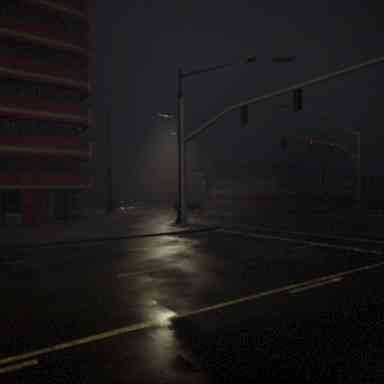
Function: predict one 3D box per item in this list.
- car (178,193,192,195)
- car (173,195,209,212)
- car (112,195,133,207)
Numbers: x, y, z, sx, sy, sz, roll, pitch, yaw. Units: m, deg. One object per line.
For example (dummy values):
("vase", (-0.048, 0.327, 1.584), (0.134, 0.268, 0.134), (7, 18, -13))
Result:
("car", (-1.256, 0.995, 78.977), (4.611, 1.667, 2.242), (-1, 0, -35))
("car", (-0.305, 1.449, 37.715), (2.128, 1.511, 4.902), (-1, 0, -37))
("car", (-11.008, 1.325, 52.122), (2.097, 1.767, 4.553), (-1, 0, -36))
